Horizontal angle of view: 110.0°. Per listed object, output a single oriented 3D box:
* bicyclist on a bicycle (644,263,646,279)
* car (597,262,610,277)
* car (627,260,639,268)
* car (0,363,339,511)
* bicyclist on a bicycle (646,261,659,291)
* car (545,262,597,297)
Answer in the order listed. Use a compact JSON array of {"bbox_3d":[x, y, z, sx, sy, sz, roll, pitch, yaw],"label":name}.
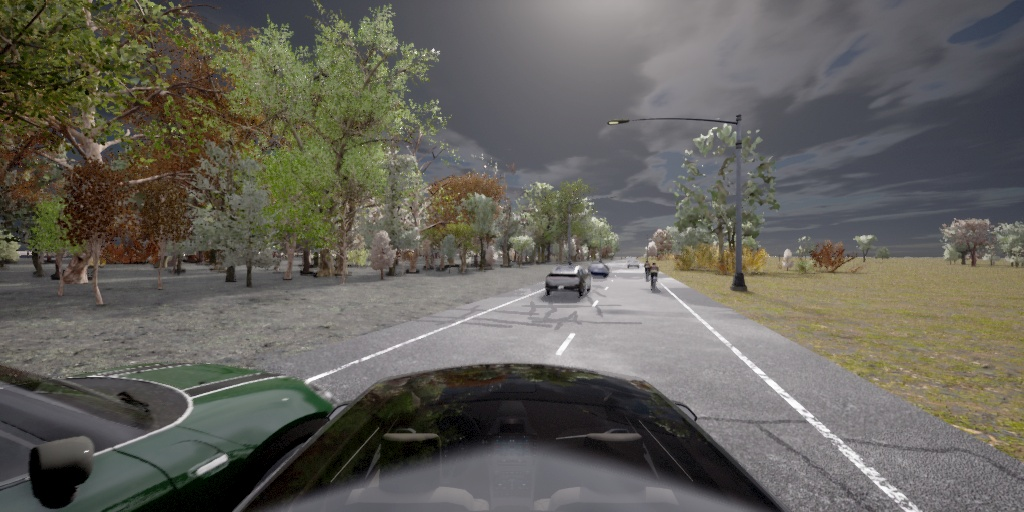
[{"bbox_3d":[11.179,1.209,29.636,0.582,1.620,1.656,0,0,18],"label":"bicyclist on a bicycle"},{"bbox_3d":[8.632,1.320,35.846,1.994,1.385,4.181,0,0,18],"label":"car"},{"bbox_3d":[20.782,1.366,61.470,1.895,1.301,4.718,0,0,18],"label":"car"},{"bbox_3d":[-2.789,1.101,1.270,2.097,1.767,4.553,0,0,18],"label":"car"},{"bbox_3d":[8.372,1.207,21.140,0.582,1.620,1.656,0,0,18],"label":"bicyclist on a bicycle"},{"bbox_3d":[3.041,1.244,18.921,2.128,1.511,4.902,0,0,18],"label":"car"}]
